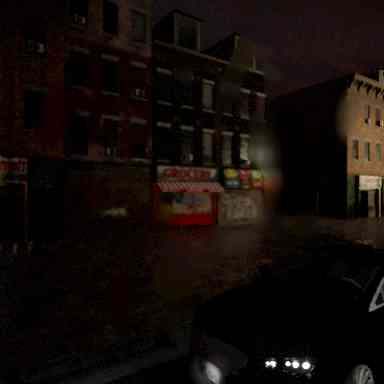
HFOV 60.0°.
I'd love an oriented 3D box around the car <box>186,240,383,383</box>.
[{"bbox_3d":[2.206,1.493,4.644,4.902,1.511,2.128,0,0,-35],"label":"car"}]
